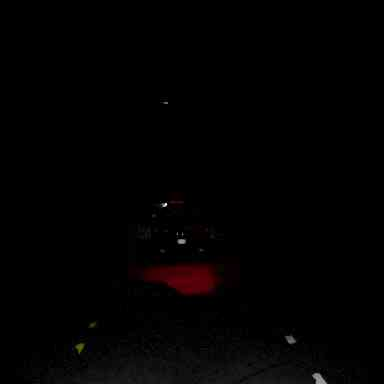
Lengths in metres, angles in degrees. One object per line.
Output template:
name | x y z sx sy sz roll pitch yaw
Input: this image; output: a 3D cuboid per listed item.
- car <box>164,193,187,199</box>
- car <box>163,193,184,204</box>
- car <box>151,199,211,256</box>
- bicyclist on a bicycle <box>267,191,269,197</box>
car | -1.220 1.011 30.411 1.837 1.490 4.892 0 1 1
car | -2.635 0.864 47.526 1.994 1.385 4.181 1 1 11
car | -0.456 1.242 12.168 1.882 1.535 5.008 0 1 -4
bicyclist on a bicycle | 20.854 0.596 91.016 0.582 1.620 1.656 4 2 38
